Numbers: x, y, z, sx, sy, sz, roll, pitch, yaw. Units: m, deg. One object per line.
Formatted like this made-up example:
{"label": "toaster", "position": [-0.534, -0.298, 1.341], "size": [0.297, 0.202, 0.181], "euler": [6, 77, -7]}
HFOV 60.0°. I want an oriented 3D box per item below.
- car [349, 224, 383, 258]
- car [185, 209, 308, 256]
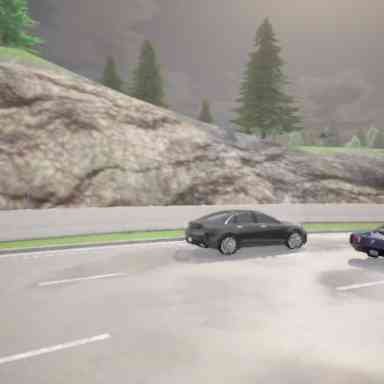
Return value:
{"label": "car", "position": [7.625, 1.567, 10.780], "size": [4.718, 1.301, 1.895], "euler": [0, 0, -19]}
{"label": "car", "position": [2.145, 1.423, 12.603], "size": [4.892, 1.490, 1.837], "euler": [0, 0, -24]}
